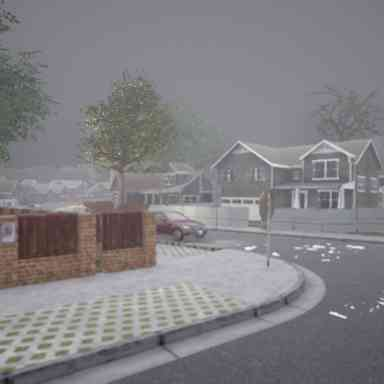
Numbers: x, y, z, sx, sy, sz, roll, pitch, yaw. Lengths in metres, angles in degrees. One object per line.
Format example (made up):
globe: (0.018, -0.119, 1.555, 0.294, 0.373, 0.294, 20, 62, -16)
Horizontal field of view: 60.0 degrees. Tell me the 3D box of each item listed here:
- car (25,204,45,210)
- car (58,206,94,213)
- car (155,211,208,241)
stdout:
car: (-18.106, 2.083, 38.232, 1.812, 1.442, 4.674, 1, -1, -32)
car: (-8.988, 1.847, 26.193, 1.882, 1.535, 5.008, 1, -2, -40)
car: (-1.271, 1.773, 18.259, 4.674, 1.442, 1.812, -1, -2, 43)
